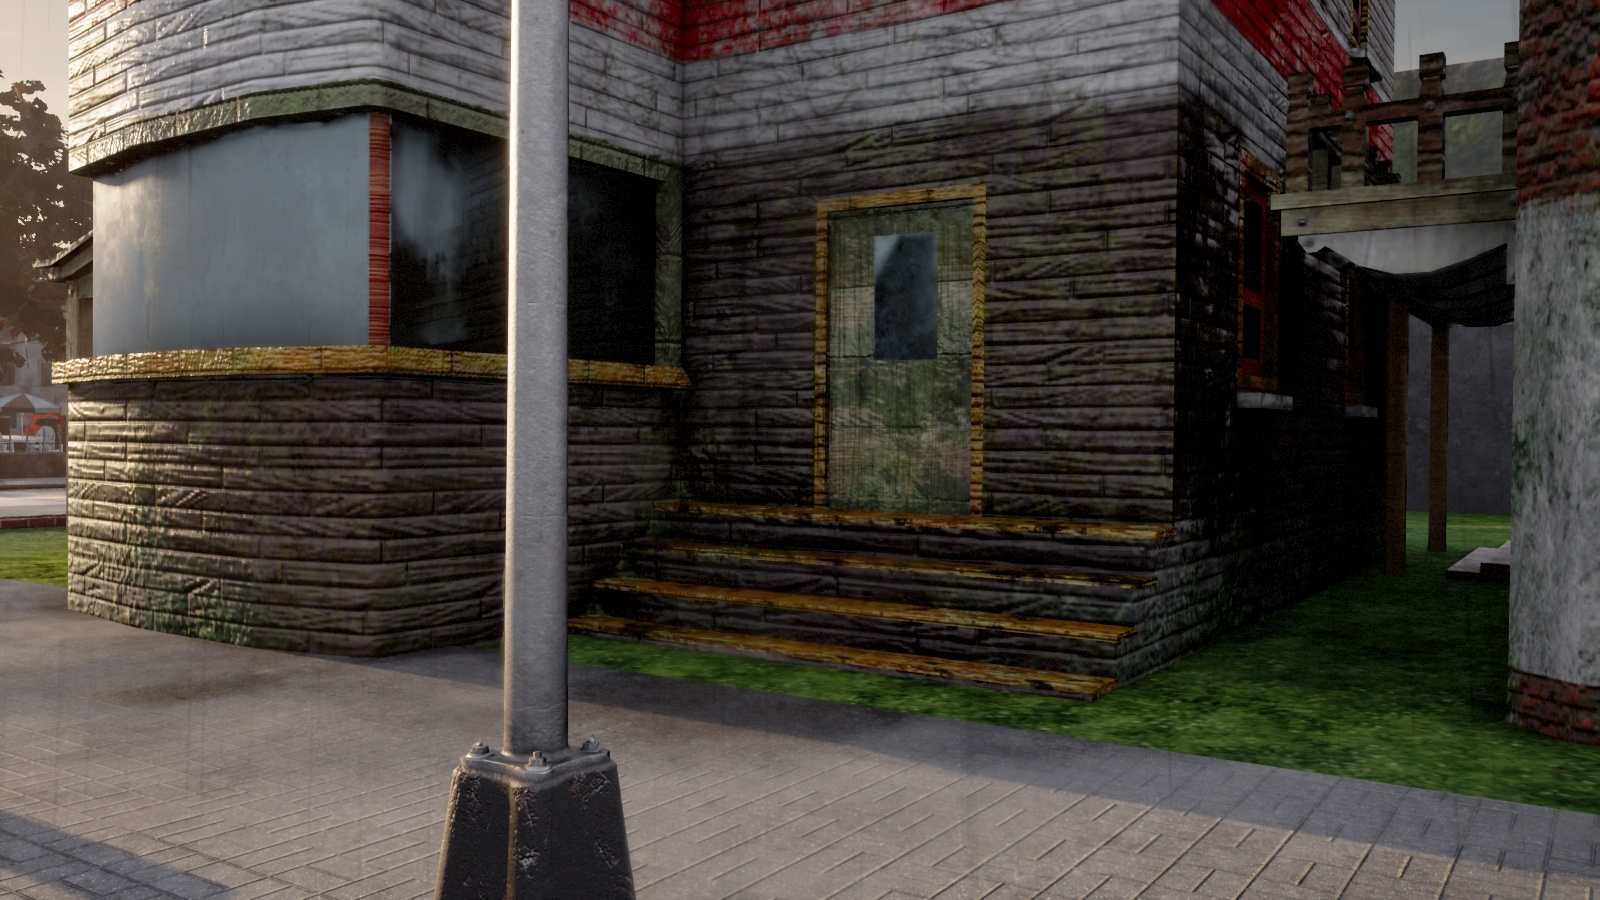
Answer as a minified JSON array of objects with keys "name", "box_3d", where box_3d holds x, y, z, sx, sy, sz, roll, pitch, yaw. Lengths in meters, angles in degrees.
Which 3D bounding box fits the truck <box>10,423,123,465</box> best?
[{"name":"truck","box_3d":[-44.005,-0.388,75.487,2.627,2.467,5.204,0,1,33]}]
